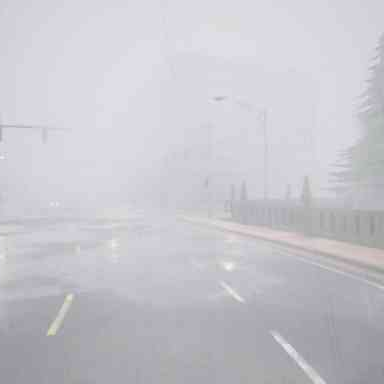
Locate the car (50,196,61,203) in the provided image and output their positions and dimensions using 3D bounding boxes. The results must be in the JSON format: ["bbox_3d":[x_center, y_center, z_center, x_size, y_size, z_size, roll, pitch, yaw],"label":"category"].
[{"bbox_3d":[-29.706,1.677,72.350,2.128,1.511,4.902,0,0,-22],"label":"car"}]

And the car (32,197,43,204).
[{"bbox_3d":[-32.962,1.726,71.067,1.994,1.385,4.181,0,0,-22],"label":"car"}]
